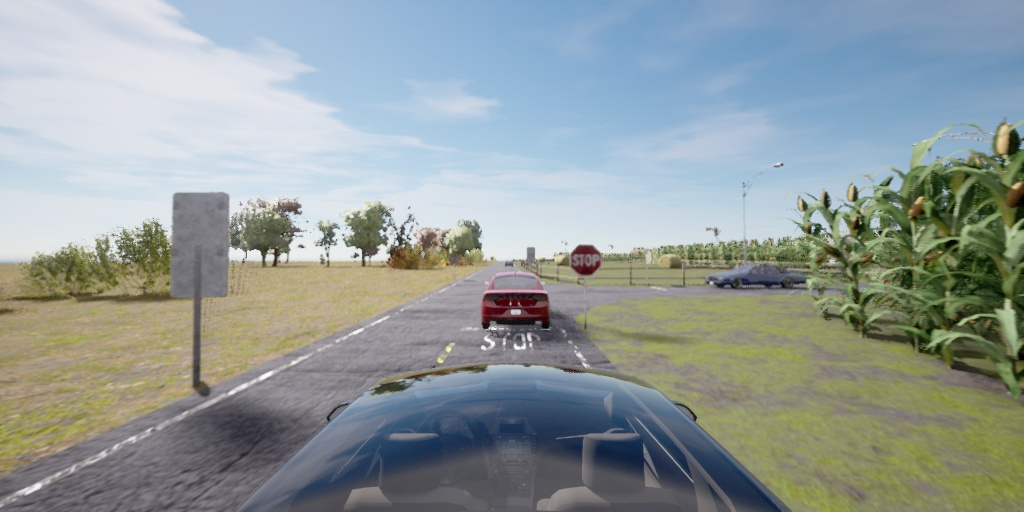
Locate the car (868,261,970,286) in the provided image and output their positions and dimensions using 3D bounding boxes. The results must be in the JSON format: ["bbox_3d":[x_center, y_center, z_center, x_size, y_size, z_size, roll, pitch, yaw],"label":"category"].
[{"bbox_3d":[24.680,0.932,21.887,4.553,1.767,2.097,-1,-1,-1],"label":"car"}]

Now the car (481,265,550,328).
[{"bbox_3d":[0.097,1.246,11.536,1.882,1.535,5.008,0,0,0],"label":"car"}]

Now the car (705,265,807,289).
[{"bbox_3d":[14.718,1.224,21.729,5.357,1.411,2.033,-1,-1,-1],"label":"car"}]
